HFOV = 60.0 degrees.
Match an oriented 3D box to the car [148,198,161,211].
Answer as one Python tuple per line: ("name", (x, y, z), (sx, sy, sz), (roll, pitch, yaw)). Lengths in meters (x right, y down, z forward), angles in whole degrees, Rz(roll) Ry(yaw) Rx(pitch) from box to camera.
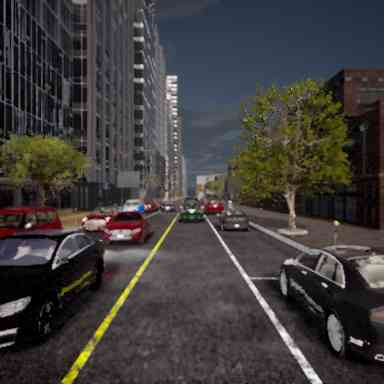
("car", (-5.815, 1.760, 44.659), (2.192, 1.841, 5.009), (-1, -1, 0))

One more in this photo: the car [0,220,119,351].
("car", (-3.111, 1.561, 6.600), (2.128, 1.511, 4.902), (0, -1, 0))

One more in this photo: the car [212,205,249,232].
("car", (2.639, 1.763, 21.796), (2.008, 1.369, 4.403), (-1, -1, 0))

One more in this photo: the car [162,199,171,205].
("car", (-5.897, 2.293, 77.694), (1.752, 1.417, 4.829), (-1, -1, 0))

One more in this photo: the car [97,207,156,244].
("car", (-3.128, 1.696, 16.818), (1.812, 1.442, 4.674), (0, -1, 0))

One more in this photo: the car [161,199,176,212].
("car", (-3.115, 1.943, 45.276), (2.128, 1.511, 4.902), (0, -1, 0))

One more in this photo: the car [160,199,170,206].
("car", (-5.883, 2.239, 72.160), (1.752, 1.417, 4.829), (-1, -1, 0))

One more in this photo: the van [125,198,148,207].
("van", (-5.787, 1.679, 33.590), (1.690, 1.788, 3.998), (-1, -1, 0))

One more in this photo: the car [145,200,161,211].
("car", (-5.826, 2.023, 50.022), (1.752, 1.417, 4.829), (-1, -1, 0))

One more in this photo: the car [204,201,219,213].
("car", (2.568, 1.963, 44.839), (1.752, 1.417, 4.829), (-1, -1, 0))

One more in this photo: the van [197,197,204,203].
("van", (2.437, 2.263, 94.478), (1.690, 1.788, 3.998), (-1, -1, 0))

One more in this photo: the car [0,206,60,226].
("car", (-5.831, 1.429, 10.725), (2.192, 1.841, 5.009), (-1, -1, 0))

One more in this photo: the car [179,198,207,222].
("car", (-0.005, 1.643, 29.534), (2.097, 1.767, 4.553), (0, -1, 0))

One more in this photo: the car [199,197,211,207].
("car", (2.508, 1.967, 66.808), (2.192, 1.841, 5.009), (-1, -1, 0))

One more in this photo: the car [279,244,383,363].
("car", (2.797, 1.607, 5.929), (2.008, 1.369, 4.403), (-1, -1, 0))

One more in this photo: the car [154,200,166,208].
("car", (-5.854, 2.152, 61.261), (1.887, 1.381, 4.507), (-1, -1, 0))

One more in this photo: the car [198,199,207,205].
("car", (2.484, 2.325, 77.874), (1.947, 1.339, 4.313), (-1, -1, 0))

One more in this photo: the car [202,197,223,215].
("car", (2.579, 1.697, 39.137), (2.192, 1.841, 5.009), (-1, -1, 0))

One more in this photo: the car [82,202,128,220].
("car", (-5.767, 1.662, 21.792), (1.967, 1.590, 4.097), (-1, -1, 0))
